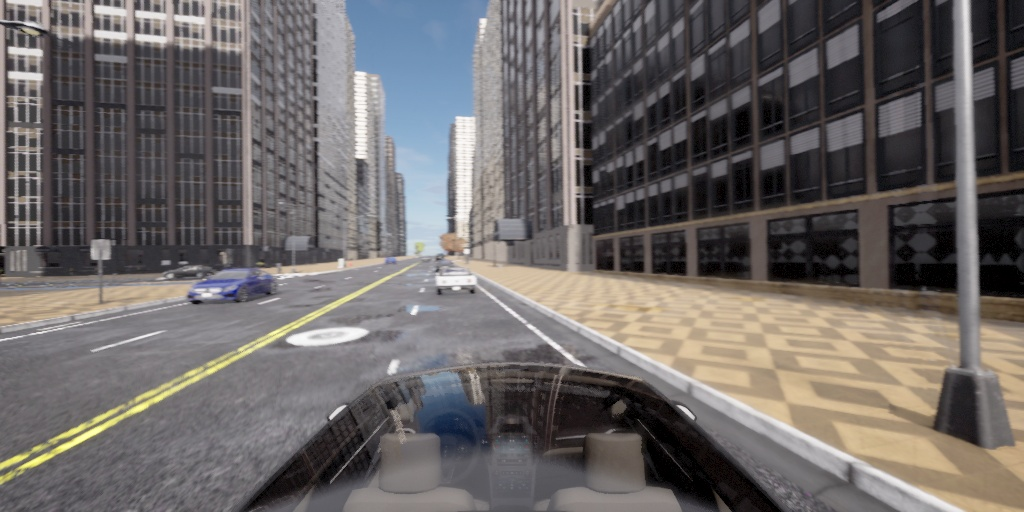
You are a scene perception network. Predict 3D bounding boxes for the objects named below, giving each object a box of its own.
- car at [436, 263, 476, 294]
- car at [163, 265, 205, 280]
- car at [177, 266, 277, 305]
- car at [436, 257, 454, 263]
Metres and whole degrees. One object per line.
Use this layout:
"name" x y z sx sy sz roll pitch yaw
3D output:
"car" -3.063 1.233 19.182 1.895 1.301 4.718 -1 1 -12
"car" -33.092 1.654 36.955 4.403 1.370 2.007 0 0 -13
"car" -12.619 1.292 16.563 1.812 1.442 4.674 -1 0 -11
"car" -7.226 1.077 38.983 1.994 1.385 4.181 -1 0 -12
